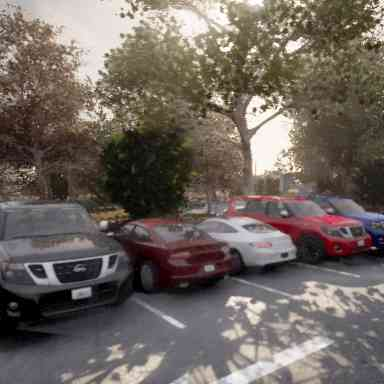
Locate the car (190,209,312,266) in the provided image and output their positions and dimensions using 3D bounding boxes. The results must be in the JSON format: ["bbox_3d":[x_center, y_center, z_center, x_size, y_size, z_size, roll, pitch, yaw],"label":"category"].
[{"bbox_3d":[1.104,1.491,10.597,2.002,1.452,4.674,0,0,-36],"label":"car"}]

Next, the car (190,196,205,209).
[{"bbox_3d":[-0.305,1.189,39.257,1.812,1.442,4.674,-4,4,-33],"label":"car"}]

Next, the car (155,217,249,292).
[{"bbox_3d":[-1.060,1.462,9.049,2.097,1.535,5.008,0,0,-36],"label":"car"}]

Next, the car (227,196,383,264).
[{"bbox_3d":[3.485,1.191,12.265,2.435,2.045,5.566,0,0,-36],"label":"car"}]

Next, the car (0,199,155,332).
[{"bbox_3d":[-3.315,1.222,7.410,2.435,2.045,5.566,0,0,-36],"label":"car"}]
